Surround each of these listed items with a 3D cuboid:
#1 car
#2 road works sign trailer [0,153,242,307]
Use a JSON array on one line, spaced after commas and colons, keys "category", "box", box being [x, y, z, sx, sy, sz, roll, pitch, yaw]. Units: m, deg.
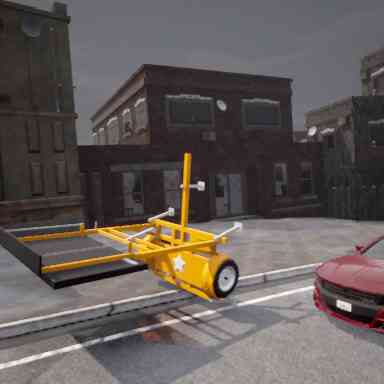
[{"category": "car", "box": [4.491, 1.466, 6.362, 5.008, 1.535, 1.882, 0, 0, -30]}, {"category": "road works sign trailer", "box": [-1.115, 0.692, 5.822, 3.560, 2.880, 2.380, -1, 7, -43]}]
